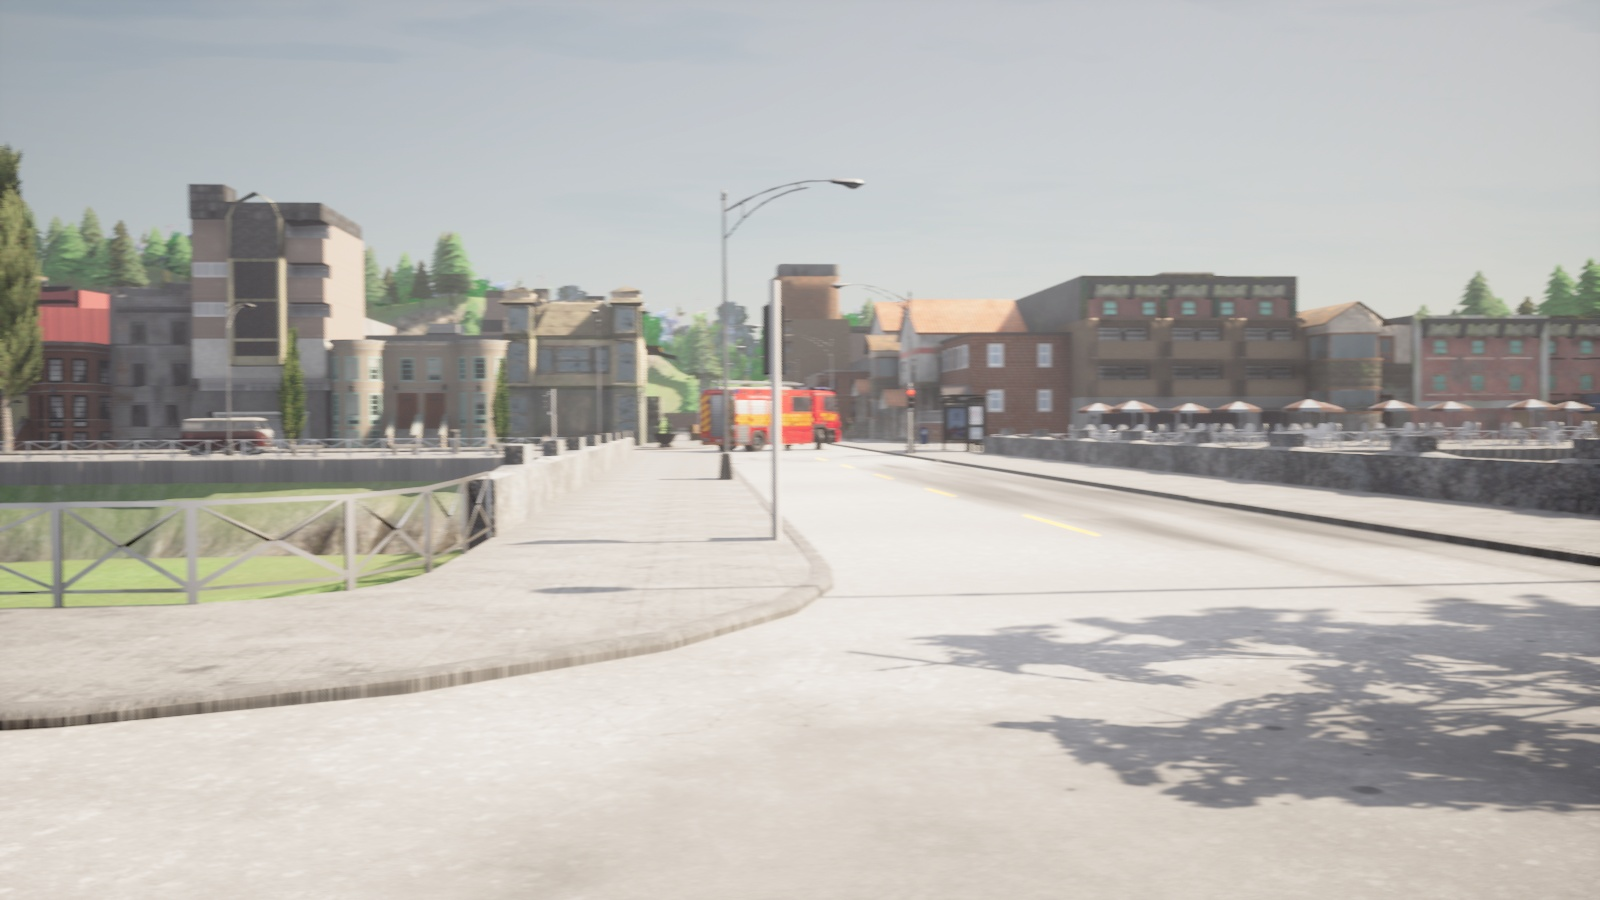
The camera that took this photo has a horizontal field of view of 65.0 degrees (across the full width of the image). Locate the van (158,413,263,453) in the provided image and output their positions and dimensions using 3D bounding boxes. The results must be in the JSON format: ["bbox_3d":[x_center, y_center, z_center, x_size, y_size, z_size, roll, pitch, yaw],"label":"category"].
[{"bbox_3d":[-29.889,-0.870,63.765,4.442,1.987,1.775,0,1,-6],"label":"van"}]

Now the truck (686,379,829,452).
[{"bbox_3d":[-2.220,-1.884,69.676,2.891,3.827,8.468,2,2,41],"label":"truck"}]
